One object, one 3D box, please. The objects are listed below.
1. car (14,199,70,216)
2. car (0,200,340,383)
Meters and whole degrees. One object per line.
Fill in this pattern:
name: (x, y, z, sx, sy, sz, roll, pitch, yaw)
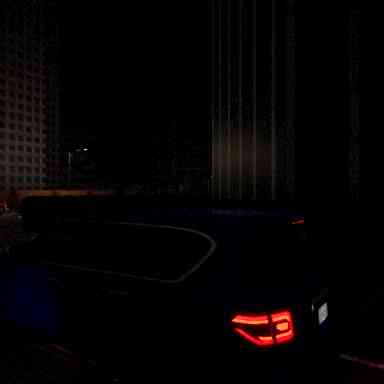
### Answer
car: (-15.403, 1.533, 34.354, 1.882, 1.535, 5.008, 0, 0, 35)
car: (-0.958, 1.221, 4.671, 5.566, 2.045, 2.150, 0, 0, 35)
